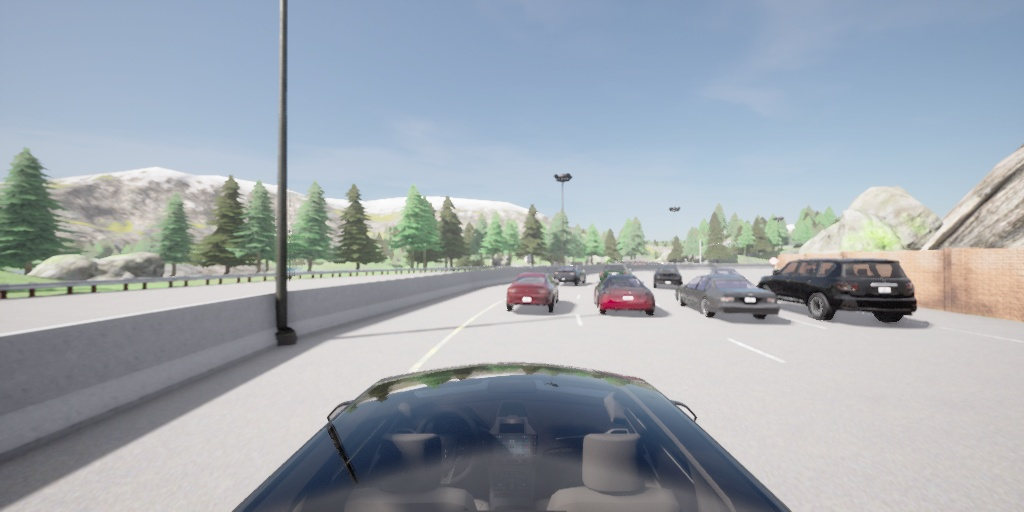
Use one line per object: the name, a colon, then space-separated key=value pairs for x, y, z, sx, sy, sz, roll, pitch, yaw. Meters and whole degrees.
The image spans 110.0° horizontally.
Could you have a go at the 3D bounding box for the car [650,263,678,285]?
car: x=11.168 y=1.507 z=25.867 sx=1.837 sy=1.490 sz=4.892 roll=0 pitch=0 yaw=22

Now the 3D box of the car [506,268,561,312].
car: x=0.935 y=1.403 z=15.050 sx=1.812 sy=1.442 sz=4.674 roll=0 pitch=0 yaw=10

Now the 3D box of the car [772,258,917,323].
car: x=11.224 y=1.095 z=13.012 sx=2.150 sy=2.045 sz=5.566 roll=0 pitch=0 yaw=10

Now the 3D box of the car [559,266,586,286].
car: x=4.631 y=1.503 z=28.372 sx=2.128 sy=1.511 sz=4.902 roll=0 pitch=0 yaw=22

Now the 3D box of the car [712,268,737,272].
car: x=14.318 y=1.539 z=24.345 sx=2.033 sy=1.411 sz=5.357 roll=0 pitch=-1 yaw=21

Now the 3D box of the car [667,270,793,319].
car: x=7.761 y=1.424 z=13.530 sx=2.033 sy=1.411 sz=5.357 roll=0 pitch=-1 yaw=10

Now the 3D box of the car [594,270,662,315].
car: x=4.371 y=1.442 z=14.390 sx=1.994 sy=1.385 sz=4.181 roll=0 pitch=-1 yaw=10

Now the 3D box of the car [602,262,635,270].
car: x=7.817 y=1.353 z=26.927 sx=2.097 sy=1.767 sz=4.553 roll=0 pitch=-1 yaw=21
